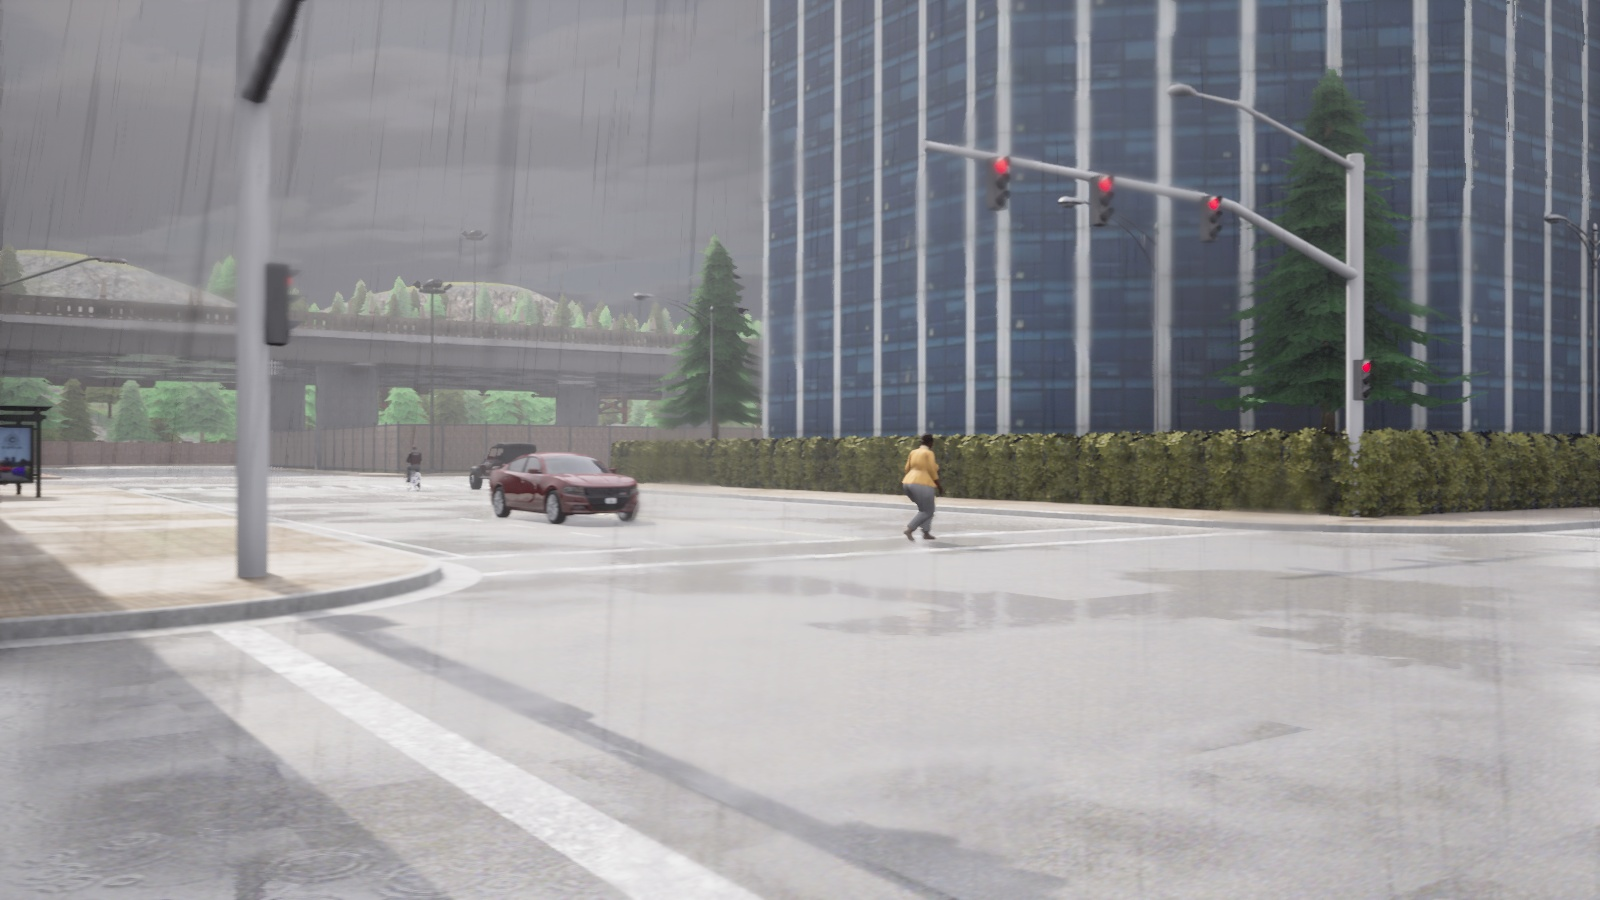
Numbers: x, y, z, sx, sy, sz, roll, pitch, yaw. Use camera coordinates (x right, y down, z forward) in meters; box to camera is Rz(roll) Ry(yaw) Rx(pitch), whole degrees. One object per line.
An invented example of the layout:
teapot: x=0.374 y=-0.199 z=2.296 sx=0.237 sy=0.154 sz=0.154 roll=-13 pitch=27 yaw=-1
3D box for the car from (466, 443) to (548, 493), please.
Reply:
car: x=-11.622 y=0.690 z=49.654 sx=1.905 sy=1.878 sz=3.866 roll=0 pitch=0 yaw=-34

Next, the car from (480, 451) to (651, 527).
car: x=-5.336 y=0.804 z=27.991 sx=1.882 sy=1.535 sz=5.008 roll=0 pitch=0 yaw=-34

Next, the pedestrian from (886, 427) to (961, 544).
pedestrian: x=2.021 y=0.568 z=20.611 sx=0.900 sy=1.855 sz=0.874 roll=0 pitch=0 yaw=-29
